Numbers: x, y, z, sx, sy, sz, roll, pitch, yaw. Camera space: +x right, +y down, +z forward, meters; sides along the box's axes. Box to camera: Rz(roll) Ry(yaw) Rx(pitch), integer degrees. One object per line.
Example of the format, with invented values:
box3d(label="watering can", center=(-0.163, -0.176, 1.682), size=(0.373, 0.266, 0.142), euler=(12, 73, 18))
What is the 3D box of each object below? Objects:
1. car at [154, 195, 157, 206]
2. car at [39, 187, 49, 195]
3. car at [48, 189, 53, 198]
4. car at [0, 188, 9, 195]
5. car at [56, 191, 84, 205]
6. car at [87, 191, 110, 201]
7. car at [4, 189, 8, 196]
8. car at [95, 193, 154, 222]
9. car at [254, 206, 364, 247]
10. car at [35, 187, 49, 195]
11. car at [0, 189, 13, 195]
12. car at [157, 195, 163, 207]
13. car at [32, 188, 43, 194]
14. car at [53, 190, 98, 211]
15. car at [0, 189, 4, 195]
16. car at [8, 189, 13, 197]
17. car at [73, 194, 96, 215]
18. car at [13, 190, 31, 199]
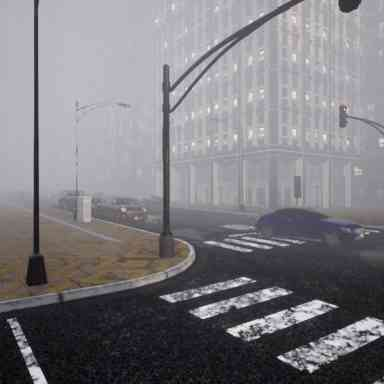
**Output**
box3d(label="car", center=(-5.377, 1.076, 27.761), size=(2.033, 1.411, 5.357), euler=(0, 1, -36))
box3d(label="car", center=(-33.501, -0.021, 77.050), size=(1.887, 1.381, 4.507), euler=(1, 0, -36))
box3d(label="car", center=(-23.089, 0.378, 58.018), size=(1.812, 1.442, 4.674), euler=(0, 1, -36))
box3d(label="car", center=(-43.513, -0.113, 76.642), size=(1.887, 1.381, 4.507), euler=(1, 0, -36))
box3d(label="car", center=(-15.343, 0.690, 41.739), size=(2.128, 1.511, 4.902), euler=(0, 1, -35))
box3d(label="car", center=(-14.036, 0.643, 49.839), size=(1.947, 1.339, 4.313), euler=(1, 0, -36))
box3d(label="car", center=(-33.783, 0.208, 63.041), size=(1.887, 1.381, 4.507), euler=(1, 0, -36))
box3d(label="car", center=(-4.592, 1.068, 22.239), size=(1.967, 1.590, 4.097), euler=(1, 0, -36))
box3d(label="car", center=(4.936, 1.376, 14.544), size=(4.674, 1.442, 1.812), euler=(1, 1, 45))
box3d(label="car", center=(-36.740, -0.357, 81.585), size=(2.192, 1.841, 5.009), euler=(1, 0, -36))
box3d(label="car", center=(-40.271, 0.015, 72.108), size=(1.947, 1.339, 4.313), euler=(1, 0, -36))
box3d(label="car", center=(-4.303, 0.982, 36.233), size=(1.802, 1.307, 4.206), euler=(1, 0, -36))
box3d(label="car", center=(-39.990, -0.213, 86.121), size=(1.947, 1.339, 4.313), euler=(1, 0, -36))
box3d(label="car", center=(-11.075, 0.729, 31.306), size=(2.192, 1.841, 5.009), euler=(1, 0, -36))
box3d(label="car", center=(-37.027, 0.107, 67.575), size=(2.008, 1.369, 4.403), euler=(1, 0, -36))
box3d(label="car", center=(-30.540, 0.321, 58.508), size=(2.008, 1.369, 4.403), euler=(1, 0, -36))
box3d(label="car", center=(-7.839, 1.103, 26.773), size=(1.802, 1.307, 4.206), euler=(1, 0, -36))
box3d(label="car", center=(-27.297, 0.422, 53.974), size=(1.887, 1.381, 4.507), euler=(1, 0, -36))
